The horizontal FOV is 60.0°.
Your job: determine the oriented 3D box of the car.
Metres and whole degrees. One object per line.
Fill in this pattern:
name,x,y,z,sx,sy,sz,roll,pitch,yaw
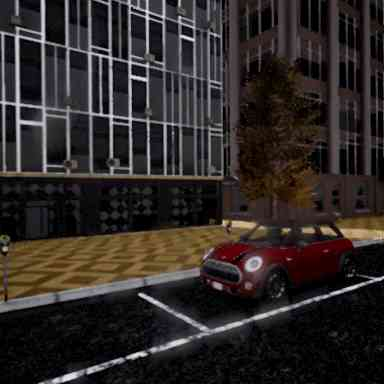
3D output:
car,2.159,1.432,8.110,4.097,1.590,1.967,0,0,-35
